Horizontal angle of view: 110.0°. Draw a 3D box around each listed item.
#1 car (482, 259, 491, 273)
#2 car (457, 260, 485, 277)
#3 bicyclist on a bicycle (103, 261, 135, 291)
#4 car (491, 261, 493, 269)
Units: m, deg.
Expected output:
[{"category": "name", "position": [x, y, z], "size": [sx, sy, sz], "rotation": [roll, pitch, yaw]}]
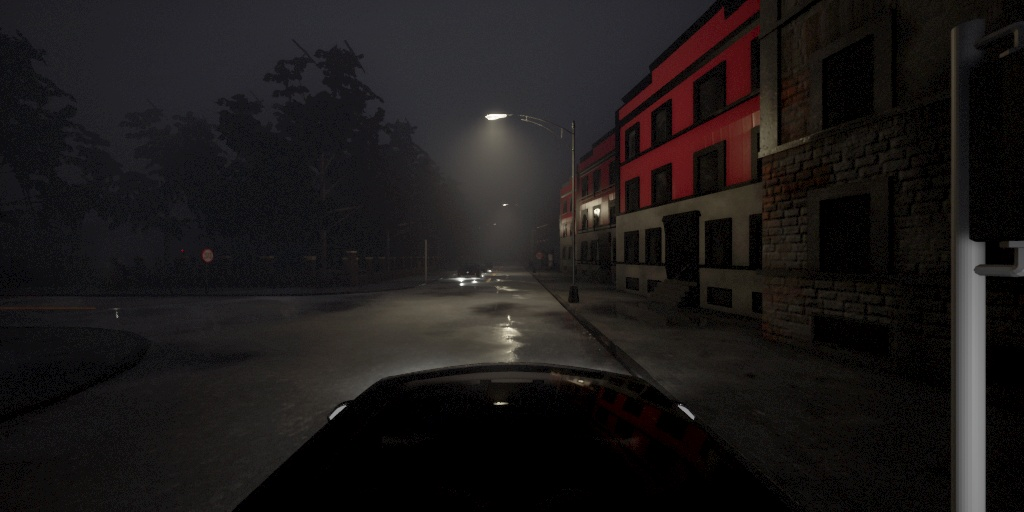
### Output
[{"category": "car", "position": [-4.017, 1.294, 43.939], "size": [2.033, 1.411, 5.357], "rotation": [0, 0, 0]}, {"category": "car", "position": [-4.036, 1.311, 34.647], "size": [1.994, 1.385, 4.181], "rotation": [0, 0, 0]}, {"category": "bicyclist on a bicycle", "position": [-21.814, 1.098, 19.925], "size": [0.582, 1.620, 1.656], "rotation": [0, 0, 0]}, {"category": "car", "position": [-3.971, 1.223, 54.351], "size": [1.882, 1.535, 5.008], "rotation": [0, 0, 0]}]
